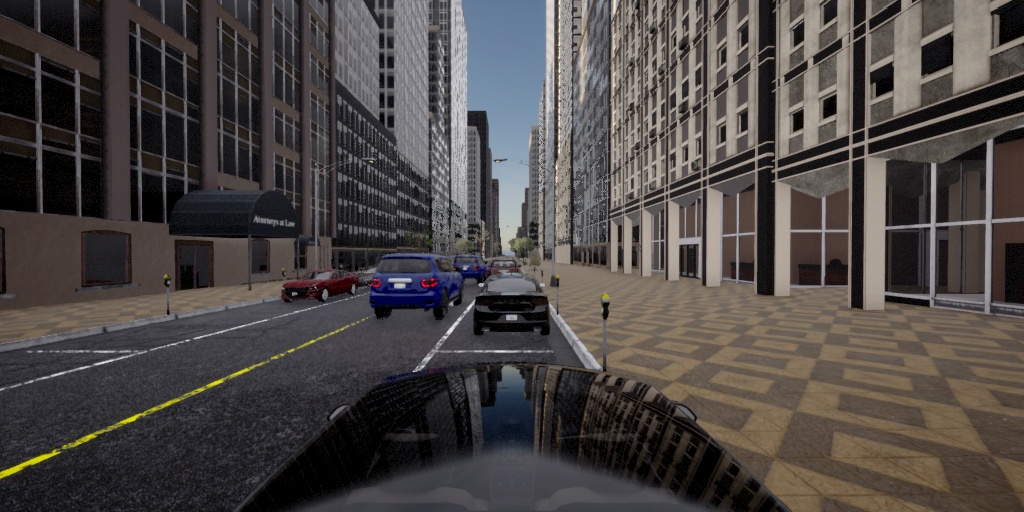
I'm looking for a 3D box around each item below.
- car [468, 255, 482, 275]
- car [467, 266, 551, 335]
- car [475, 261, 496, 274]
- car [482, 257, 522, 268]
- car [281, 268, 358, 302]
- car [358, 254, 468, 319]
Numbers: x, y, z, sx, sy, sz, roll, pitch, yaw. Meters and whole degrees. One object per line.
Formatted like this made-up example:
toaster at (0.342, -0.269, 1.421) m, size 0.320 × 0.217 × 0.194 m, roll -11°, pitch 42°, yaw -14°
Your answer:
car at (-3.078, 0.963, 26.830) m, size 2.150 × 2.045 × 5.566 m, roll 0°, pitch 0°, yaw 2°
car at (-0.006, 1.226, 10.502) m, size 1.882 × 1.535 × 5.008 m, roll 0°, pitch 0°, yaw 0°
car at (-3.059, 1.290, 42.675) m, size 2.033 × 1.411 × 5.357 m, roll 0°, pitch 0°, yaw 0°
car at (-0.457, 1.061, 22.523) m, size 2.192 × 1.841 × 5.009 m, roll 0°, pitch 0°, yaw 0°
car at (-8.837, 1.292, 16.839) m, size 1.888 × 1.381 × 4.507 m, roll 0°, pitch 0°, yaw 0°
car at (-3.162, 0.966, 12.966) m, size 2.150 × 2.045 × 5.566 m, roll 0°, pitch 0°, yaw 1°
